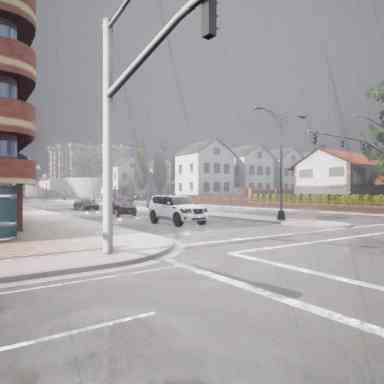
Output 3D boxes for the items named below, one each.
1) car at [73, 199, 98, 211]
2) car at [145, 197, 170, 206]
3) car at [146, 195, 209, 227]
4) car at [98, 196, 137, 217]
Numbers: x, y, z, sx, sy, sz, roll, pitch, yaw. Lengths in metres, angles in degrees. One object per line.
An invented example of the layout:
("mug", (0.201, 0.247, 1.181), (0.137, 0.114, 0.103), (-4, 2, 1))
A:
("car", (-13.053, 1.547, 40.772), (2.033, 1.411, 5.357), (0, 0, -35))
("car", (-6.085, 1.547, 57.401), (2.033, 1.411, 5.357), (0, 0, -34))
("car", (-1.110, 1.221, 23.468), (2.150, 2.045, 5.566), (0, 0, -35))
("car", (-7.013, 1.476, 32.010), (1.882, 1.535, 5.008), (0, 0, -34))
